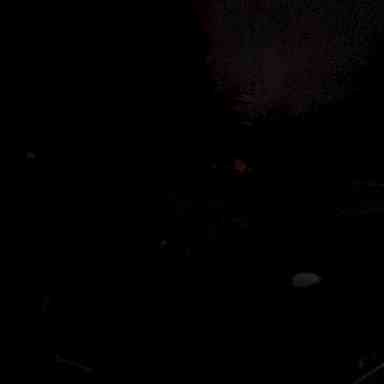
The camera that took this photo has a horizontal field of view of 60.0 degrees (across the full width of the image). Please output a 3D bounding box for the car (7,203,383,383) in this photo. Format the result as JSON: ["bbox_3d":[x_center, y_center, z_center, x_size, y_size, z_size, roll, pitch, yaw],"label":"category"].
[{"bbox_3d":[0.943,1.206,4.049,5.566,2.045,2.150,0,0,-35],"label":"car"}]
